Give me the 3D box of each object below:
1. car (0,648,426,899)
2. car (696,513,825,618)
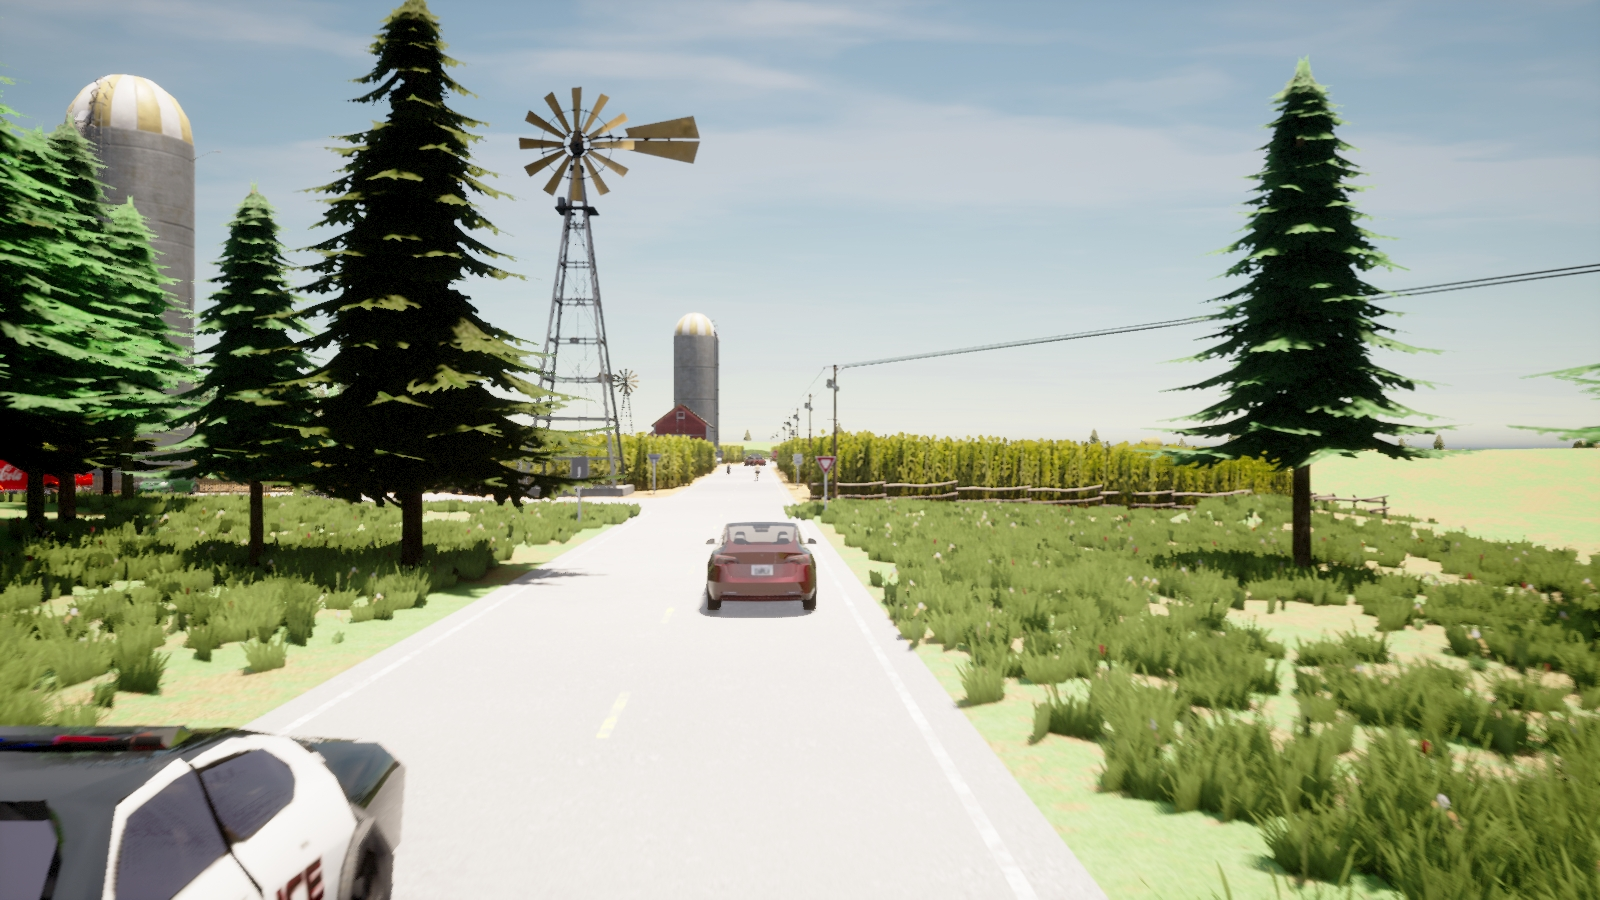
[{"bbox_3d":[-3.312,2.038,4.773,2.038,1.542,4.974,0,0,-2],"label":"car"},{"bbox_3d":[-0.753,2.063,21.508,2.163,1.488,4.792,0,0,-2],"label":"car"}]
